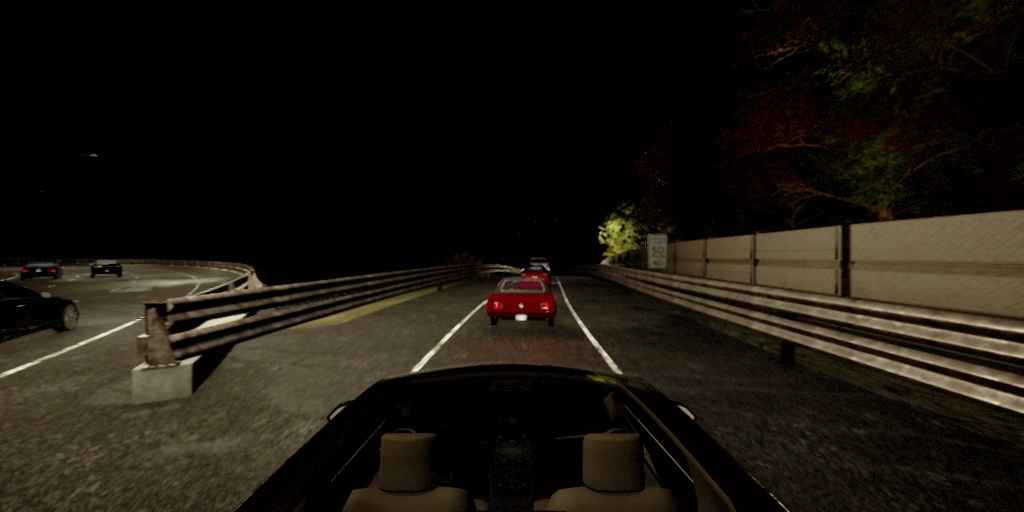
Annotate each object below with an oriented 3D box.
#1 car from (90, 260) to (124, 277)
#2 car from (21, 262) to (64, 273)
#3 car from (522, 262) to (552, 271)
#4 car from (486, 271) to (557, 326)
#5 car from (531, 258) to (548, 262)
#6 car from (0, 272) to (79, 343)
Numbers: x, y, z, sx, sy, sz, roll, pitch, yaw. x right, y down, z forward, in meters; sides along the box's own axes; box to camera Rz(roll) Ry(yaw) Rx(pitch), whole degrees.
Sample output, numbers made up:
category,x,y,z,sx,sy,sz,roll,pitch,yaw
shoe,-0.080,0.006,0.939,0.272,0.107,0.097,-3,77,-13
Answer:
category,x,y,z,sx,sy,sz,roll,pitch,yaw
car,-37.020,1.104,32.758,4.902,1.511,2.128,0,0,41
car,-37.916,1.166,28.985,5.357,1.411,2.033,0,0,42
car,1.575,1.294,23.987,1.994,1.385,4.181,0,0,6
car,0.386,1.331,11.615,1.895,1.301,4.718,0,0,4
car,2.933,1.244,38.433,2.150,2.045,5.566,0,-2,5
car,-11.393,1.241,7.474,1.812,1.442,4.674,0,0,-30
